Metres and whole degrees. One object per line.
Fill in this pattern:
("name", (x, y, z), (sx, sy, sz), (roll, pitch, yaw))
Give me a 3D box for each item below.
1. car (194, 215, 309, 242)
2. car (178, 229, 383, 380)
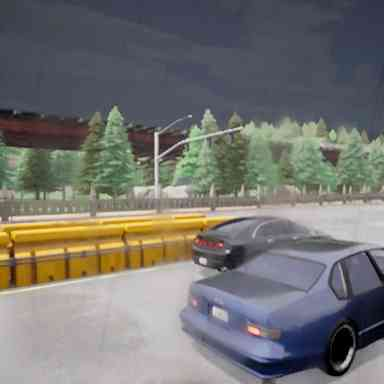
("car", (2.259, 1.452, 9.683), (4.892, 1.490, 1.837), (0, 0, -35))
("car", (2.396, 1.511, 5.494), (5.357, 1.411, 2.033), (-1, 0, -35))
